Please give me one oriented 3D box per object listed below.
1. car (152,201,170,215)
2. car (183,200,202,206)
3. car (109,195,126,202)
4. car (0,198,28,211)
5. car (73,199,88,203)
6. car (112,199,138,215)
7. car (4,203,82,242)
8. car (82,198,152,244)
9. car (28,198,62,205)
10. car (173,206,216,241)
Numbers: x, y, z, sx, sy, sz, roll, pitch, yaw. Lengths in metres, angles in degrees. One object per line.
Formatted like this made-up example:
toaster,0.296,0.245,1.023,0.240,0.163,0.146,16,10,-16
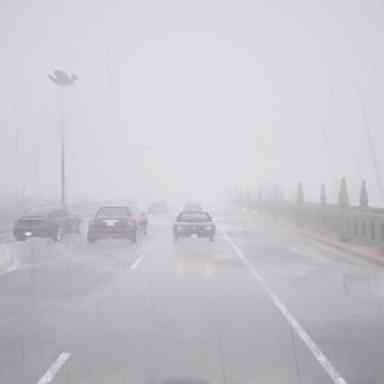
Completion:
car,-3.396,1.568,34.093,1.994,1.385,4.181,0,0,0
car,0.091,1.530,34.512,1.812,1.442,4.674,0,0,0
car,-17.760,1.508,79.725,2.128,1.511,4.902,0,0,14
car,-21.082,1.510,39.577,1.837,1.490,4.892,0,0,0
car,-14.075,1.570,42.510,1.994,1.385,4.181,0,0,0
car,-6.909,1.530,34.599,1.812,1.442,4.674,0,0,0
car,-6.898,1.508,16.441,1.837,1.490,4.892,0,0,0
car,-3.399,1.354,16.036,2.097,1.767,4.553,0,0,0
car,-17.580,1.483,40.632,1.882,1.535,5.008,0,0,0
car,0.101,1.603,16.647,1.895,1.301,4.718,0,0,0
